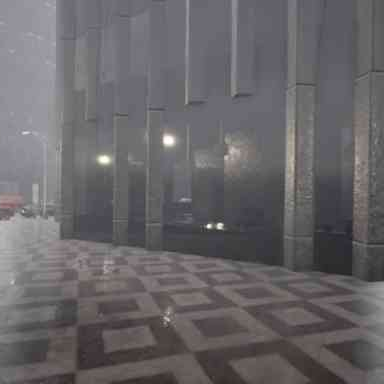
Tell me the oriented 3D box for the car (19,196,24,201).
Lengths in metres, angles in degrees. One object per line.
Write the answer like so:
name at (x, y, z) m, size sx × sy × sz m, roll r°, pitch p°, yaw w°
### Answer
car at (-20.750, 1.370, 36.227) m, size 2.192 × 1.841 × 5.009 m, roll 1°, pitch 0°, yaw 35°

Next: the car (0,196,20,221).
car at (-17.076, 1.476, 26.681) m, size 2.192 × 1.841 × 5.009 m, roll 1°, pitch 0°, yaw 35°

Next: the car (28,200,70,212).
car at (-17.485, 1.651, 40.827) m, size 1.947 × 1.339 × 4.313 m, roll 1°, pitch 0°, yaw 35°

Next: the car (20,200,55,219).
car at (-13.810, 1.755, 31.283) m, size 1.947 × 1.339 × 4.313 m, roll 1°, pitch 0°, yaw 35°
